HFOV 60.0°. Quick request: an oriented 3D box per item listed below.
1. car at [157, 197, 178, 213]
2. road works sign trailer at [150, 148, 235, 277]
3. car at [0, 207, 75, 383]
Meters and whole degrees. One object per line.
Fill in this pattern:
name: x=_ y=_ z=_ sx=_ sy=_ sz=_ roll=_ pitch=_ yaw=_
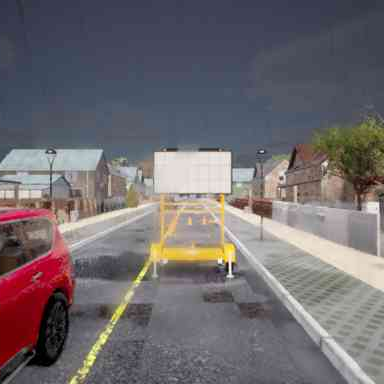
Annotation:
car: x=-2.711 y=1.416 z=37.514 sx=2.097 sy=1.767 sz=4.553 roll=0 pitch=0 yaw=0
road works sign trailer: x=0.024 y=0.471 z=10.199 sx=2.380 sy=3.560 sz=2.880 roll=0 pitch=0 yaw=0
car: x=-2.846 y=1.223 z=2.869 sx=2.150 sy=2.045 sz=5.566 roll=0 pitch=0 yaw=0
